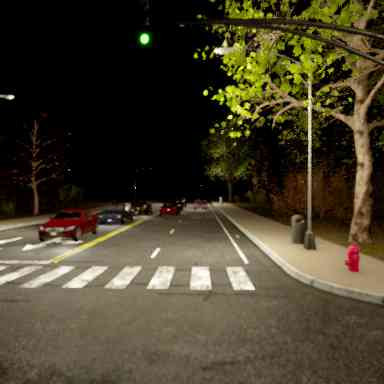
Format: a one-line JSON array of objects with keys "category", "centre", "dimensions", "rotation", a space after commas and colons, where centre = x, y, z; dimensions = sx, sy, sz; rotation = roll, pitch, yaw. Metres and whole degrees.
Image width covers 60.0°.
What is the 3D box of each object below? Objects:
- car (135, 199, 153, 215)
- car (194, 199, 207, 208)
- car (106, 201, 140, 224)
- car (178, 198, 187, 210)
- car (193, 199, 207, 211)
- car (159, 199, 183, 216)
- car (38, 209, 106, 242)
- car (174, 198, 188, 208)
[{"category": "car", "centre": [-5.687, 1.573, 36.936], "dimensions": [2.097, 1.767, 4.553], "rotation": [0, 0, 2]}, {"category": "car", "centre": [1.428, 1.868, 56.173], "dimensions": [1.994, 1.385, 4.181], "rotation": [0, 0, 2]}, {"category": "car", "centre": [-5.963, 1.718, 27.050], "dimensions": [2.033, 1.411, 5.357], "rotation": [0, 0, 2]}, {"category": "car", "centre": [-2.108, 1.808, 45.848], "dimensions": [2.033, 1.411, 5.357], "rotation": [0, 0, 2]}, {"category": "car", "centre": [1.152, 1.860, 46.171], "dimensions": [1.895, 1.301, 4.718], "rotation": [0, 0, 2]}, {"category": "car", "centre": [-2.297, 1.773, 35.318], "dimensions": [1.994, 1.385, 4.181], "rotation": [0, 0, 2]}, {"category": "car", "centre": [-6.234, 1.645, 17.420], "dimensions": [1.812, 1.442, 4.674], "rotation": [0, 0, 1]}, {"category": "car", "centre": [-1.821, 1.799, 56.263], "dimensions": [2.128, 1.511, 4.902], "rotation": [0, 0, 2]}]
